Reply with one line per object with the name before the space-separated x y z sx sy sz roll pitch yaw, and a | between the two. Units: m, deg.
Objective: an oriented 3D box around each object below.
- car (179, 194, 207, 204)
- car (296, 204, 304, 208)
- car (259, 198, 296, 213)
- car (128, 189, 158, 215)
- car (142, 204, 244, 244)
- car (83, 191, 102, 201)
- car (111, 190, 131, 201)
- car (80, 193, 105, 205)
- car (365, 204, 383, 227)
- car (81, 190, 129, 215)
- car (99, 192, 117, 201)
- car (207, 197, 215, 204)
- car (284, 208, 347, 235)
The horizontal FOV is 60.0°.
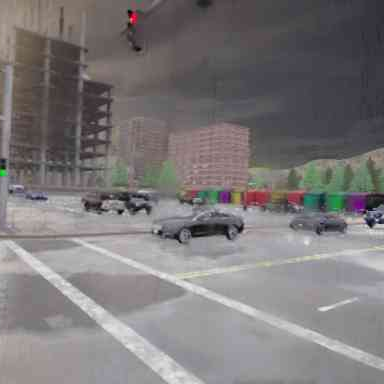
car | -0.194 1.238 55.520 1.932 1.855 4.605 3 0 -37
car | 12.750 2.011 43.364 1.970 1.475 3.806 3 0 -37
car | 10.455 1.671 41.615 1.905 1.878 3.866 3 0 -37
car | -5.096 0.989 29.666 1.905 1.878 3.866 3 0 -37
car | 0.374 1.534 16.018 4.902 1.511 2.128 3 0 -37
car | -18.147 0.725 60.686 1.970 1.475 3.806 3 0 -37
car | -13.740 0.676 64.114 1.932 1.855 4.605 3 0 -37
car | -13.560 0.894 45.185 1.970 1.475 3.806 3 0 -37
car | 16.950 1.990 28.133 5.566 2.045 2.150 3 0 -36
car | -7.426 0.884 27.952 1.932 1.855 4.605 3 0 -37
car | -15.848 0.794 62.443 1.784 1.438 3.905 3 0 -37
car | 2.135 1.551 57.228 1.784 1.438 3.905 3 0 -37
car | 8.384 1.958 21.929 4.181 1.385 1.994 2 0 -36
